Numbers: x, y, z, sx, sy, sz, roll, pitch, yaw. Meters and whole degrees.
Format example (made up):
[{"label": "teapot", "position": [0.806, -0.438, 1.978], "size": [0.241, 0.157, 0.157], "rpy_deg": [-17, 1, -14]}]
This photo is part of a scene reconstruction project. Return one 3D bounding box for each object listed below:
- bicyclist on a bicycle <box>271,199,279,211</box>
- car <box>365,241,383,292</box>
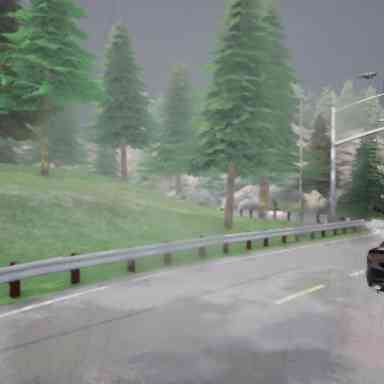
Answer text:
[{"label": "bicyclist on a bicycle", "position": [10.205, 1.693, 41.071], "size": [1.656, 1.620, 0.582], "rpy_deg": [-7, 3, -42]}, {"label": "car", "position": [6.024, 1.577, 8.166], "size": [5.008, 1.535, 1.882], "rpy_deg": [0, 0, -42]}]
